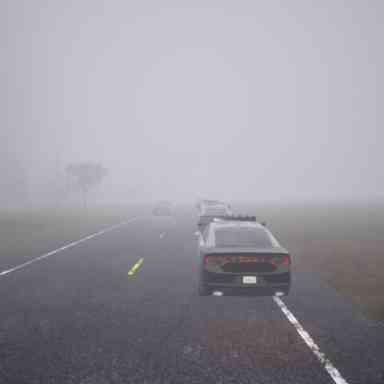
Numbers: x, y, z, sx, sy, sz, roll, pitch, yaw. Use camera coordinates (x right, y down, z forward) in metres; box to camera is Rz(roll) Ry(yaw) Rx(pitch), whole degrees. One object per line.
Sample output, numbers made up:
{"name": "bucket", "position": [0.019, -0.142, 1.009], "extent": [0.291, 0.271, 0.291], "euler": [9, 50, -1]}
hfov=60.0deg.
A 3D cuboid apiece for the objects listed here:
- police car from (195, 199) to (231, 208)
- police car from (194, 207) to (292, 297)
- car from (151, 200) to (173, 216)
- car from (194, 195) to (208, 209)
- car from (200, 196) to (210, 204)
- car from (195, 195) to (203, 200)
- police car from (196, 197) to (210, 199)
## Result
{"name": "police car", "position": [1.270, 1.425, 18.716], "extent": [1.930, 1.638, 5.238], "euler": [0, 0, 1]}
{"name": "police car", "position": [1.098, 1.425, 8.751], "extent": [1.930, 1.638, 5.238], "euler": [0, 0, 1]}
{"name": "car", "position": [-2.909, 1.523, 33.024], "extent": [1.812, 1.442, 4.674], "euler": [0, 0, 2]}
{"name": "car", "position": [1.281, 1.539, 45.496], "extent": [2.033, 1.411, 5.357], "euler": [0, 0, 4]}
{"name": "car", "position": [2.564, 1.503, 65.333], "extent": [1.812, 1.442, 4.674], "euler": [0, 0, 5]}
{"name": "car", "position": [2.006, 1.510, 95.324], "extent": [1.994, 1.385, 4.181], "euler": [0, 0, 6]}
{"name": "police car", "position": [1.430, 1.424, 24.694], "extent": [1.930, 1.638, 5.238], "euler": [0, 0, 2]}
